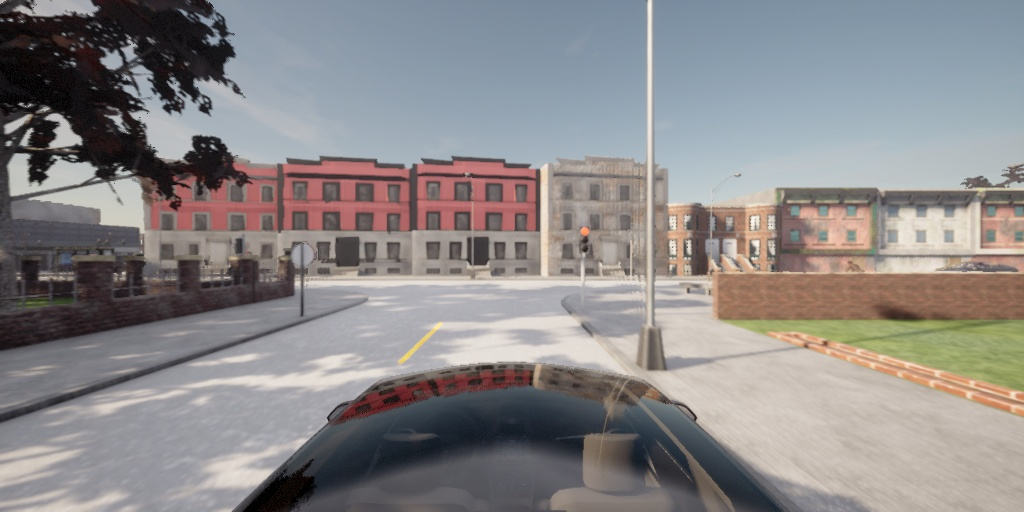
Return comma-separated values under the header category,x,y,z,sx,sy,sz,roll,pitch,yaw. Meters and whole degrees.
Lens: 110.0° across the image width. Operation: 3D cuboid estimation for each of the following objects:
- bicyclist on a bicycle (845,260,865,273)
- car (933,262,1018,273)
category,x,y,z,sx,sy,sz,roll,pitch,yaw
bicyclist on a bicycle,17.309,1.049,18.181,0.582,1.620,1.656,0,0,0
car,34.187,1.180,26.559,4.902,1.511,2.128,0,0,0
